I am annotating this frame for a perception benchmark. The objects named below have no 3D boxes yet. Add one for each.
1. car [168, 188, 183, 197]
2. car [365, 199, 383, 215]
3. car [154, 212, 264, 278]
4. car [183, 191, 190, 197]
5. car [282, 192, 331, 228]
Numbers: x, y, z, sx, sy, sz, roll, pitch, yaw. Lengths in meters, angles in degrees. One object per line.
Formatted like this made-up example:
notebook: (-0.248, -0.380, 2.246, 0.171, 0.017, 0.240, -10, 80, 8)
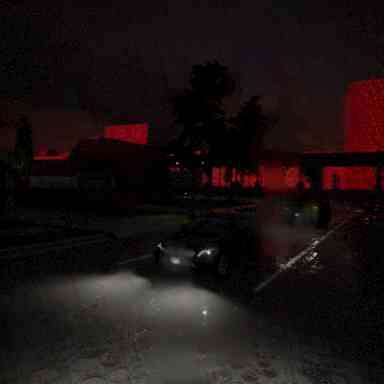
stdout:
car: (-4.741, 0.003, 65.744, 4.553, 1.767, 2.097, 2, 1, 32)
car: (17.885, 1.406, 32.203, 1.882, 1.535, 5.008, 2, 1, 30)
car: (0.779, 1.372, 9.963, 1.812, 1.442, 4.674, 2, 1, 30)
car: (-2.755, 0.149, 68.653, 4.892, 1.490, 1.837, 3, 1, 32)
car: (7.611, 1.048, 21.706, 2.150, 2.045, 5.566, 2, 1, 30)
